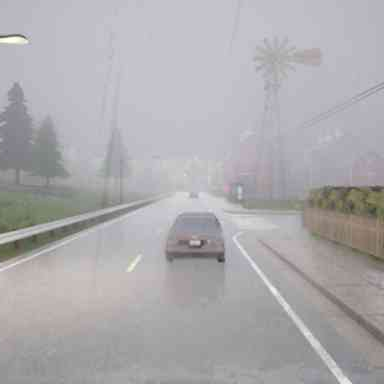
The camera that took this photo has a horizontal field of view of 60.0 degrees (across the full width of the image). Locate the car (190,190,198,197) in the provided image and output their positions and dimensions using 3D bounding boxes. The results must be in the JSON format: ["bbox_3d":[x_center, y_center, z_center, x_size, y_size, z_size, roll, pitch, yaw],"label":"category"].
[{"bbox_3d":[0.377,0.357,77.098,1.837,1.490,4.892,0,1,0],"label":"car"}]

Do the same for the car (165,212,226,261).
[{"bbox_3d":[0.188,1.394,11.534,2.033,1.411,5.357,0,1,3],"label":"car"}]

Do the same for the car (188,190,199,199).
[{"bbox_3d":[0.326,0.617,66.724,2.128,1.511,4.902,0,1,0],"label":"car"}]
